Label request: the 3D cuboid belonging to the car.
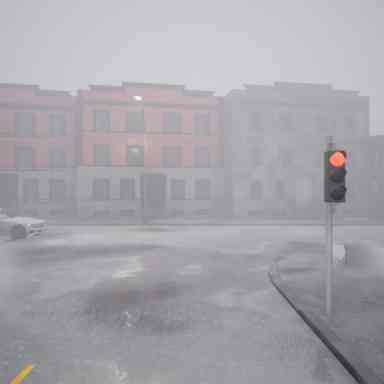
[{"bbox_3d":[-9.479,1.519,16.049,4.674,1.442,1.812,0,0,0],"label":"car"}]
